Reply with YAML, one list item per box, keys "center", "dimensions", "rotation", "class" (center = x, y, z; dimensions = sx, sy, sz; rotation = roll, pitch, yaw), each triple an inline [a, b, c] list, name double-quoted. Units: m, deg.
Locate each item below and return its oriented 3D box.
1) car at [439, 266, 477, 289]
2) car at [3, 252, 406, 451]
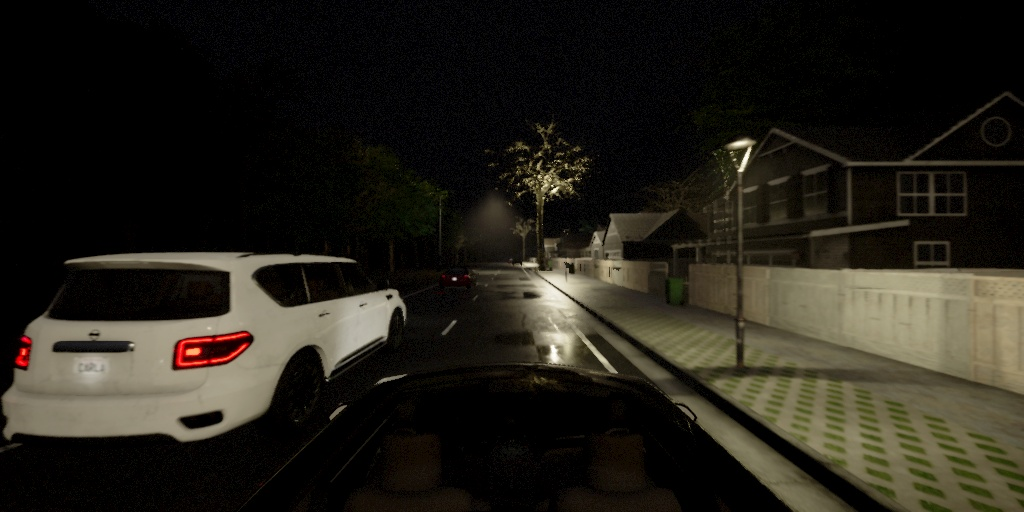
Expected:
- center: [-3.408, 1.337, 23.247]
  dimensions: [1.994, 1.385, 4.181]
  rotation: [0, 0, 0]
  class: "car"
- center: [-3.400, 0.976, 5.585]
  dimensions: [2.150, 2.045, 5.566]
  rotation: [0, 0, 0]
  class: "car"
